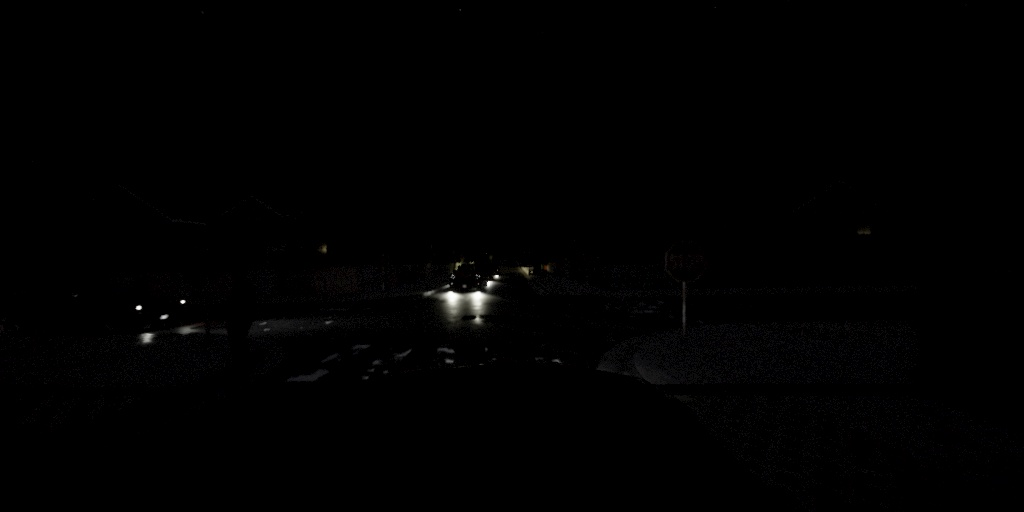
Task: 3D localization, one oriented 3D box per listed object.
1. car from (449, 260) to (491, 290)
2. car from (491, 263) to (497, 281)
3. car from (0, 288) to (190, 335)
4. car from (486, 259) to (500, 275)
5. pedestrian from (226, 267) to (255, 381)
[{"bbox_3d":[-2.900,1.337,24.653,2.097,1.767,4.553,0,-1,2],"label":"car"},{"bbox_3d":[-2.832,1.649,34.569,1.994,1.385,4.181,0,-1,0],"label":"car"},{"bbox_3d":[-13.221,1.656,11.343,4.718,1.301,1.895,-1,0,-1],"label":"car"},{"bbox_3d":[-2.818,1.454,49.067,2.150,2.045,5.566,0,-1,0],"label":"car"},{"bbox_3d":[-4.500,1.087,5.916,0.375,1.860,0.375,0,0,0],"label":"pedestrian"}]
